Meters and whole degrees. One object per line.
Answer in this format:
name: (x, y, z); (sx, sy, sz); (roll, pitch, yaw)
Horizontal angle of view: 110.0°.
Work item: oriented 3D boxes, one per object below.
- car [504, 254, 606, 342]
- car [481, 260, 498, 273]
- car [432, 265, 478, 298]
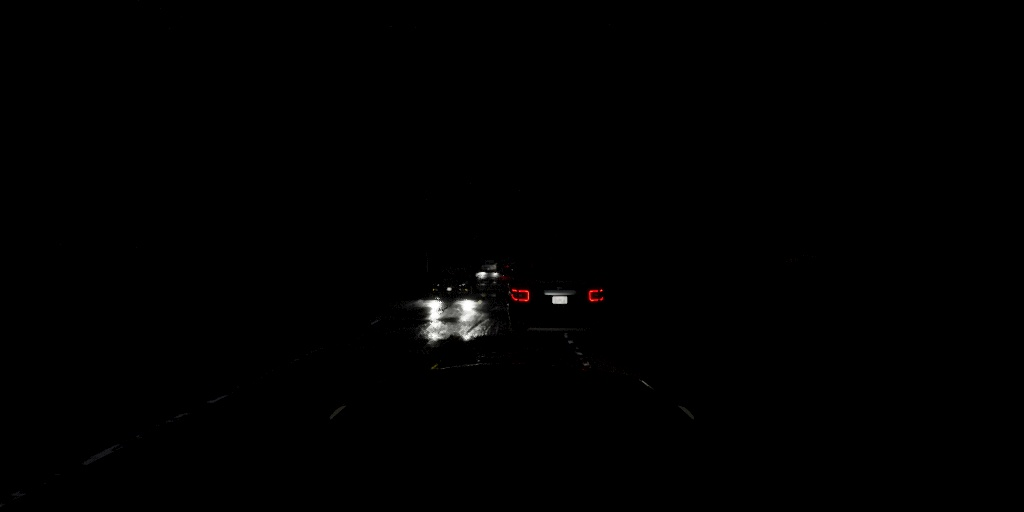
car: (0.955, 0.975, 9.873); (2.150, 2.045, 5.566); (0, 0, 0)
car: (-2.803, 1.268, 44.514); (1.812, 1.442, 4.674); (0, 0, 0)
car: (-2.870, 1.255, 18.769); (1.837, 1.490, 4.892); (0, 0, 0)
